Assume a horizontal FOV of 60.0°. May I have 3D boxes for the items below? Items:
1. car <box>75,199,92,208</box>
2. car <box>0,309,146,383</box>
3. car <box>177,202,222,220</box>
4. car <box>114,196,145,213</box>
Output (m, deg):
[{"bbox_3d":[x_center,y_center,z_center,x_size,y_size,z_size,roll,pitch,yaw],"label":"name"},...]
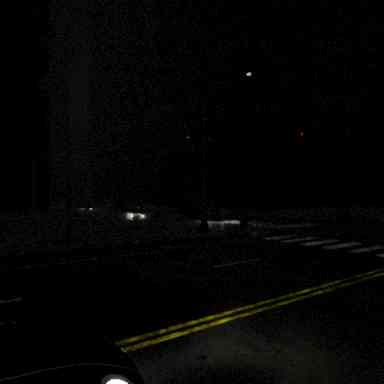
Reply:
[{"bbox_3d":[-18.950,2.049,57.757,1.837,1.490,4.892,0,-1,-35],"label":"car"},{"bbox_3d":[-2.403,1.351,1.726,4.553,1.767,2.097,0,0,-36],"label":"car"},{"bbox_3d":[0.596,1.654,29.874,1.882,1.535,5.008,0,0,-35],"label":"car"},{"bbox_3d":[-7.984,1.527,42.029,2.150,2.045,5.566,0,0,-35],"label":"car"}]
